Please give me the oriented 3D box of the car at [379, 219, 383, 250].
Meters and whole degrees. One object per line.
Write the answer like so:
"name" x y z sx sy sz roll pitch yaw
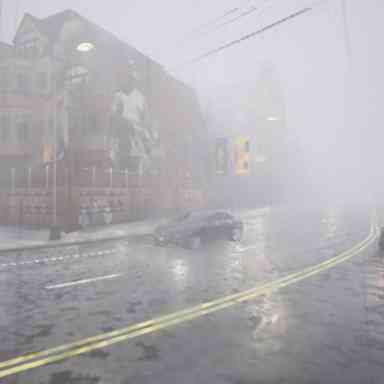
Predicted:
"car" 8.841 1.521 13.470 1.812 1.442 4.674 0 0 37

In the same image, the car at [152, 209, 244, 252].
"car" 0.418 1.533 14.369 1.837 1.490 4.892 0 0 40
